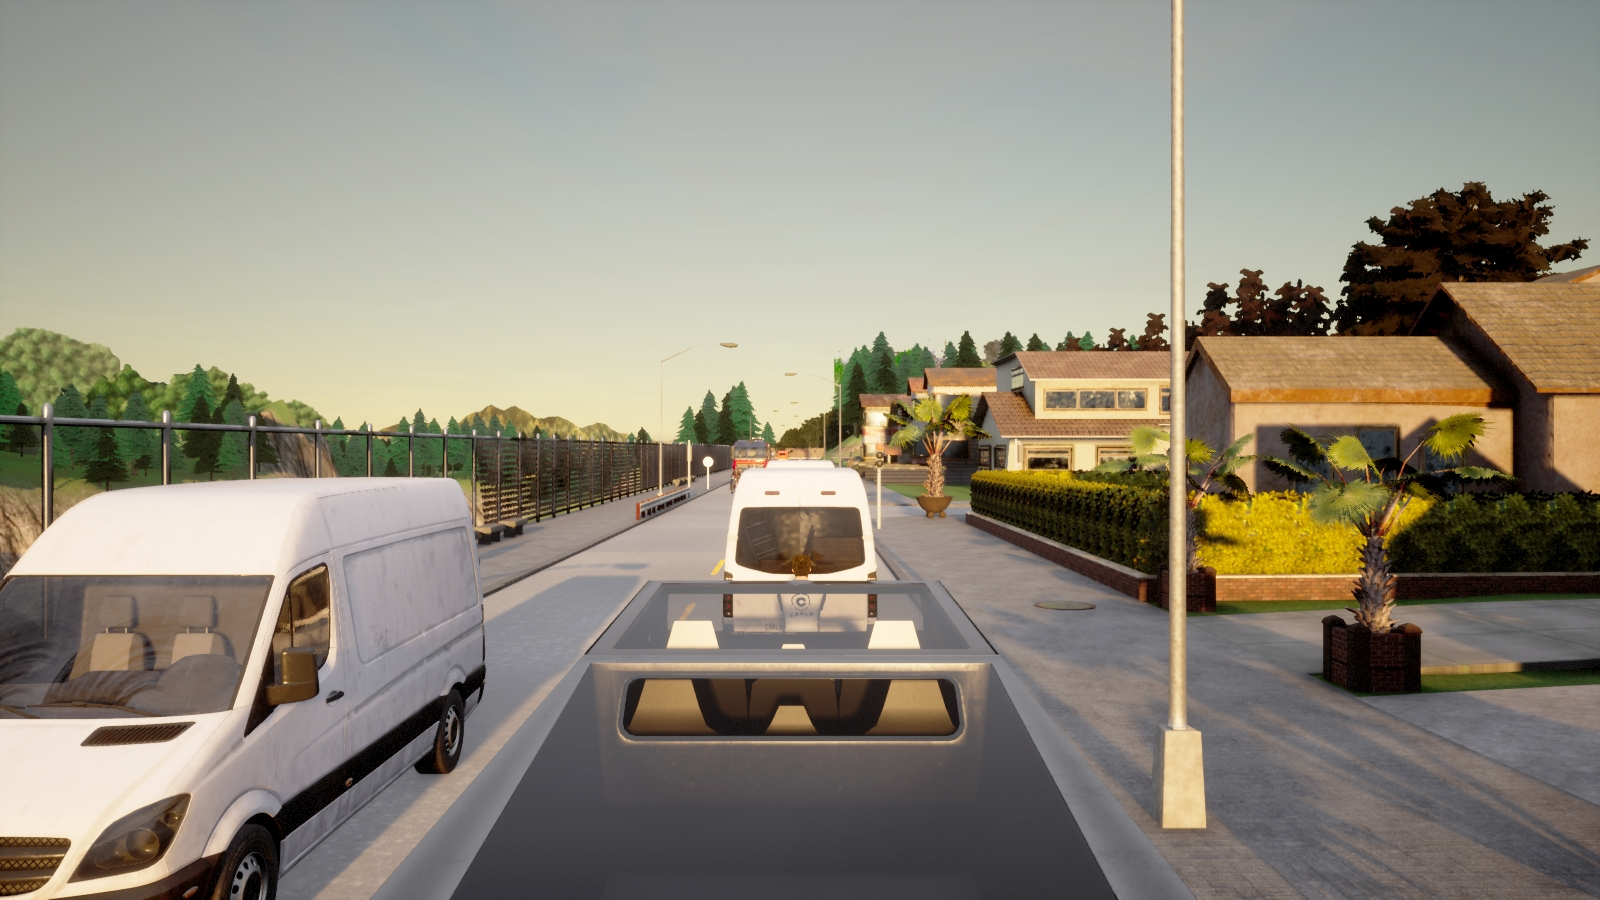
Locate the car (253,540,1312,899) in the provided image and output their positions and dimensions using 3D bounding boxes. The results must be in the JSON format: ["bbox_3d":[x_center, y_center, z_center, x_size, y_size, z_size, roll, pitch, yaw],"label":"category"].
[{"bbox_3d":[-0.034,1.751,5.716,2.390,2.098,6.274,0,0,0],"label":"car"}]

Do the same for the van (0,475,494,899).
[{"bbox_3d":[-3.993,1.531,8.228,1.988,2.561,5.915,0,0,0],"label":"van"}]

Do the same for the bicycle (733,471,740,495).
[{"bbox_3d":[-3.968,2.032,71.211,0.329,1.471,1.835,0,0,0],"label":"bicycle"}]

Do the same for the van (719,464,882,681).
[{"bbox_3d":[0.009,1.528,16.844,1.988,2.561,5.915,0,0,0],"label":"van"}]
